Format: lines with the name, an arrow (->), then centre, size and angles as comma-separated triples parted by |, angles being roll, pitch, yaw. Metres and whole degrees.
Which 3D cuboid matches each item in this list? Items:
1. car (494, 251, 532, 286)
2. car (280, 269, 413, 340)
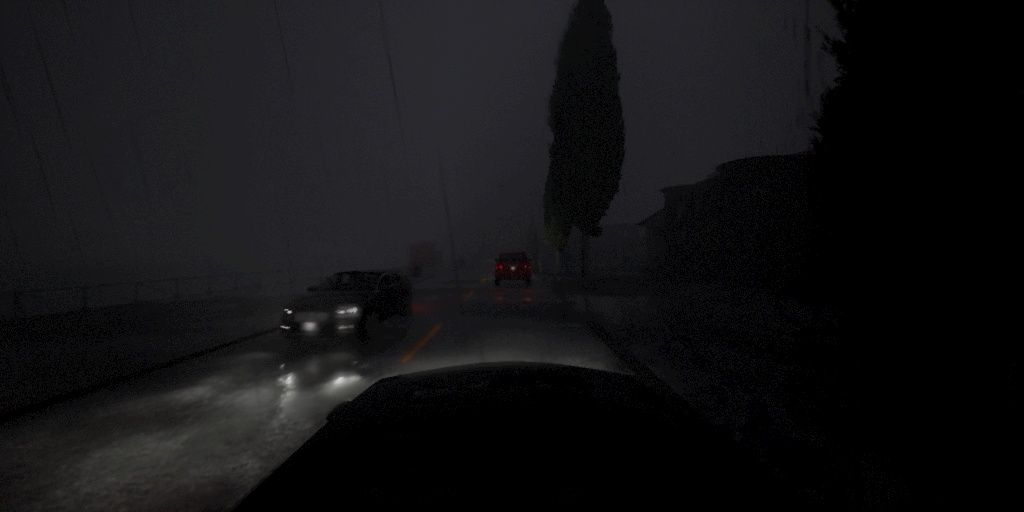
car -> 0.072, 0.708, 22.555 | 2.150, 2.045, 5.566 | 0, 1, 0
car -> -4.085, 1.137, 9.705 | 2.128, 1.511, 4.902 | 0, 1, 0
